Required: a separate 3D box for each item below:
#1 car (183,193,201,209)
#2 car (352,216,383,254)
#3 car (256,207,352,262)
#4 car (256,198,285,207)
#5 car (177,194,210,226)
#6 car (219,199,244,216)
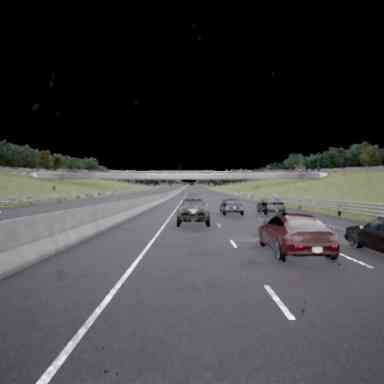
[{"bbox_3d":[0.010,1.050,41.456,2.097,1.767,4.553,0,1,0],"label":"car"},{"bbox_3d":[7.102,1.502,11.101,2.033,1.411,5.357,0,0,0],"label":"car"},{"bbox_3d":[3.613,1.474,11.857,1.812,1.442,4.674,0,0,0],"label":"car"},{"bbox_3d":[7.054,1.304,30.112,2.128,1.511,4.902,0,1,0],"label":"car"},{"bbox_3d":[0.079,1.226,22.398,2.097,1.767,4.553,0,0,0],"label":"car"},{"bbox_3d":[3.555,1.355,30.352,2.033,1.411,5.357,0,1,0],"label":"car"}]
